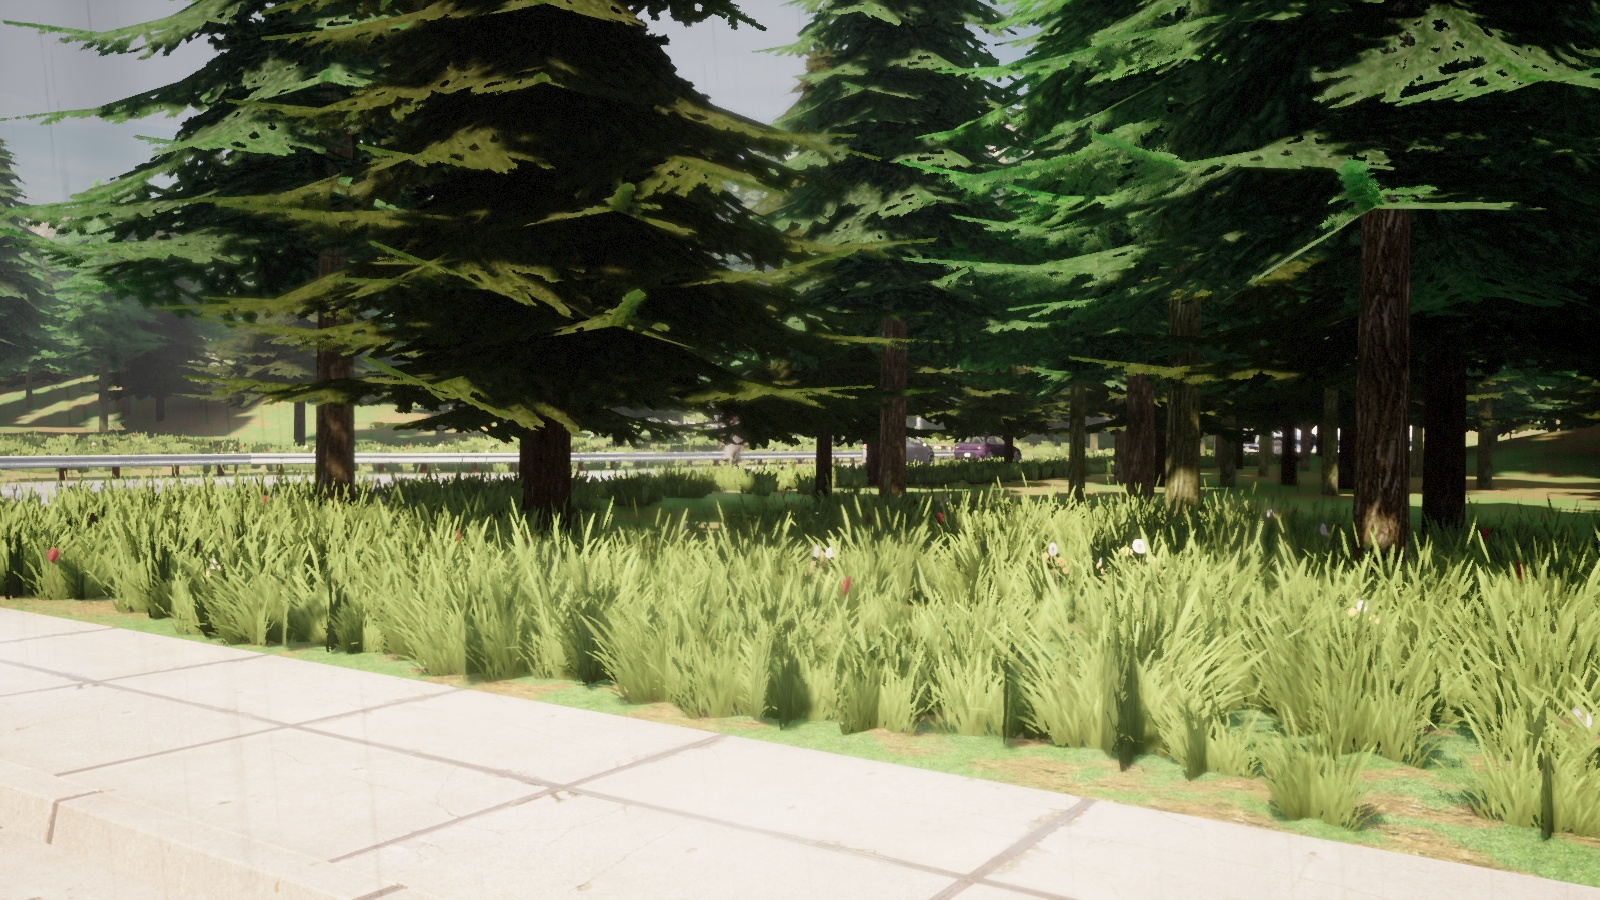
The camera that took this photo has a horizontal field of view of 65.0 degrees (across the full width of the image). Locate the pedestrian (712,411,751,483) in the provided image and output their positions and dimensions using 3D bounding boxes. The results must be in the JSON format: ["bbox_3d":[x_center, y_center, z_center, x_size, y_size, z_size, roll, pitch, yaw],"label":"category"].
[{"bbox_3d":[-1.894,-0.091,34.803,0.659,1.952,0.873,0,1,35],"label":"pedestrian"}]

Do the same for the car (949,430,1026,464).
[{"bbox_3d":[8.648,-0.148,57.729,1.816,1.474,4.193,0,1,35],"label":"car"}]

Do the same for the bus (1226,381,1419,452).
[{"bbox_3d":[32.067,-2.020,77.509,10.273,4.253,3.944,0,1,4],"label":"bus"}]

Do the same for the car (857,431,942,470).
[{"bbox_3d":[4.080,-0.017,51.140,1.845,1.501,3.633,0,1,35],"label":"car"}]
